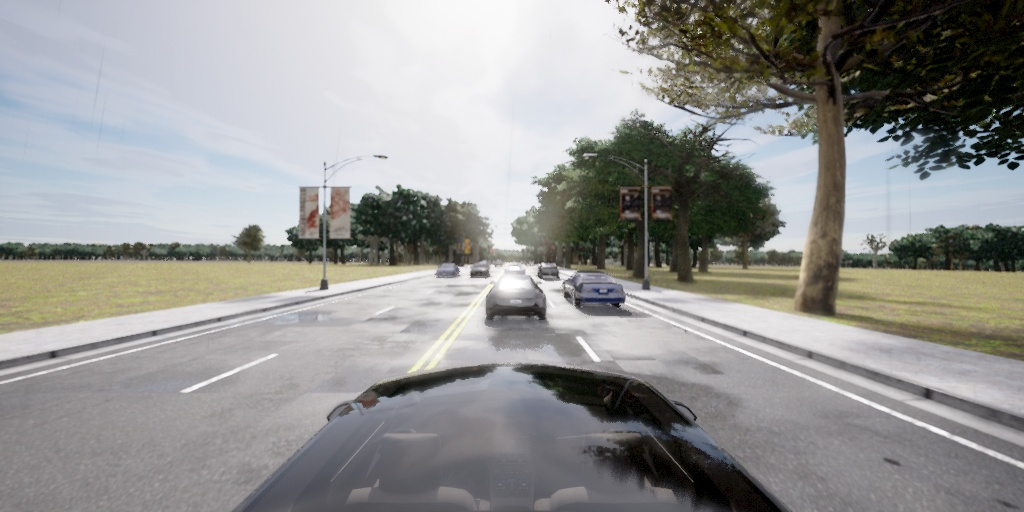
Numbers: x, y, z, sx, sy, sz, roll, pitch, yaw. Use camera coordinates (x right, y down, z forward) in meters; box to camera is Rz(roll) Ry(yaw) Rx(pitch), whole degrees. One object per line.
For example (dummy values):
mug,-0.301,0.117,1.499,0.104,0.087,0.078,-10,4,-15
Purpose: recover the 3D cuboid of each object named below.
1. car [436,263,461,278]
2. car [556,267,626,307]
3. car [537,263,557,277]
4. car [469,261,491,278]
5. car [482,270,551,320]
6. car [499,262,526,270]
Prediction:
car,-6.420,1.456,36.261,1.812,1.442,4.674,0,0,0
car,3.415,1.368,15.825,2.033,1.411,5.357,0,0,0
car,3.518,1.416,35.243,2.128,1.511,4.902,0,0,0
car,-3.169,1.437,36.543,1.837,1.490,4.892,0,0,0
car,0.140,1.371,12.972,1.994,1.385,4.181,0,0,0
car,0.245,1.449,30.836,2.033,1.411,5.357,0,0,0
